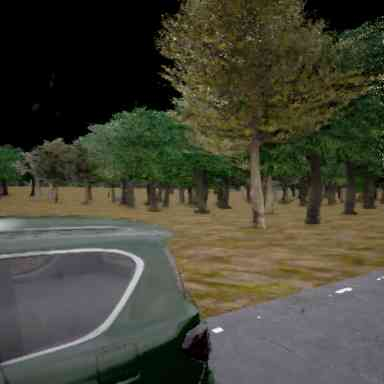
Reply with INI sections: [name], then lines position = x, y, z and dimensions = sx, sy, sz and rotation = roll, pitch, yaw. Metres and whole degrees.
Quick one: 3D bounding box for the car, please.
[car]
position = -2.421, 1.223, 1.653
dimensions = 5.566, 2.045, 2.150
rotation = 0, 0, -35
